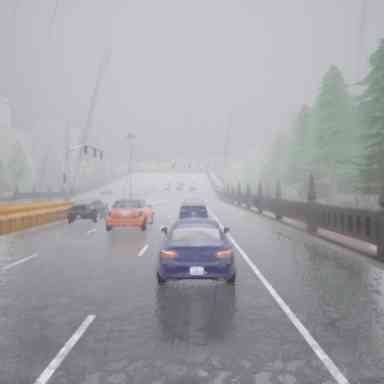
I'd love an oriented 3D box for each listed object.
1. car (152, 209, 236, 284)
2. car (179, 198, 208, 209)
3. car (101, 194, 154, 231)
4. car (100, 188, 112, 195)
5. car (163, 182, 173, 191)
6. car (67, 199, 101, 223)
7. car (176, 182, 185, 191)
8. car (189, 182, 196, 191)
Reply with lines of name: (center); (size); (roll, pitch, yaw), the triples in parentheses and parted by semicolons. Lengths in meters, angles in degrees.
car: (0.099, 1.419, 9.095); (1.812, 1.442, 4.674); (0, 1, 0)
car: (0.098, 1.201, 23.778); (1.882, 1.535, 5.008); (0, 0, 0)
car: (-3.402, 1.133, 18.980); (2.097, 1.767, 4.553); (0, 1, 0)
car: (-20.980, -0.141, 81.370); (2.097, 1.767, 4.553); (0, 4, 0)
car: (-6.920, -1.090, 92.183); (1.812, 1.442, 4.674); (0, 7, 0)
car: (-6.904, 1.241, 22.651); (1.837, 1.490, 4.892); (0, 0, 0)
car: (-3.421, -1.114, 92.161); (1.837, 1.490, 4.892); (0, 7, 0)
car: (0.079, -1.135, 92.141); (1.882, 1.535, 5.008); (0, 7, 0)
